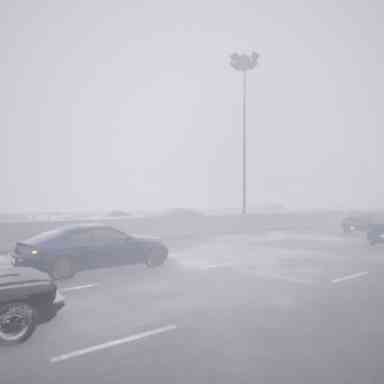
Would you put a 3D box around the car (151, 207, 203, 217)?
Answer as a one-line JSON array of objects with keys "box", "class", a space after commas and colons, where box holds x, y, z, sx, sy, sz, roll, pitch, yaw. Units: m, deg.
[{"box": [-1.436, 2.074, 29.362, 5.357, 1.411, 2.033, 1, -1, -37], "class": "car"}]

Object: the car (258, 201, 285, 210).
[{"box": [11.525, 2.102, 48.003, 4.674, 1.442, 1.812, 1, -1, -37], "class": "car"}]

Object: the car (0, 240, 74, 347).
[{"box": [-4.425, 1.669, 4.769, 4.718, 1.301, 1.895, 1, -1, -37], "class": "car"}]

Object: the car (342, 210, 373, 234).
[{"box": [11.517, 1.948, 21.402, 4.892, 1.490, 1.837, 1, -1, -37], "class": "car"}]

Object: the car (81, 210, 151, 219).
[{"box": [-5.347, 1.900, 21.936, 4.674, 1.442, 1.812, 1, -1, -38], "class": "car"}]

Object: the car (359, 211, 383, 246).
[{"box": [10.364, 1.819, 16.108, 5.008, 1.535, 1.882, 1, -1, -37], "class": "car"}]

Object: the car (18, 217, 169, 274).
[{"box": [-2.925, 1.701, 10.329, 4.674, 1.442, 1.812, 1, -1, -37], "class": "car"}]
